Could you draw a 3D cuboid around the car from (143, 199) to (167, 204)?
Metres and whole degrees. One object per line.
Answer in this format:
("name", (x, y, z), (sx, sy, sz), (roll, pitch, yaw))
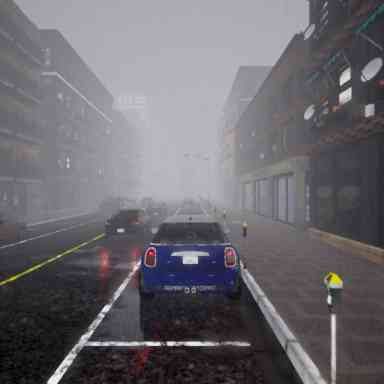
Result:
("car", (-3.132, 1.601, 31.327), (1.895, 1.301, 4.718), (0, 0, 0))

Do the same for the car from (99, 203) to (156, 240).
("car", (-3.125, 1.526, 16.975), (1.812, 1.442, 4.674), (0, 0, 0))

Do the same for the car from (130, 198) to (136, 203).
("car", (-8.834, 1.439, 42.793), (1.967, 1.590, 4.097), (0, 0, 0))

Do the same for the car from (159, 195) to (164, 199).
("car", (-8.834, 1.541, 87.882), (2.008, 1.369, 4.403), (0, 0, 0))

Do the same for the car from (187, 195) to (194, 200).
("car", (-0.452, 1.513, 93.685), (1.752, 1.417, 4.829), (0, 0, 0))

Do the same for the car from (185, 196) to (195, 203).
("car", (-0.453, 1.545, 70.970), (2.008, 1.369, 4.403), (0, 0, 0))

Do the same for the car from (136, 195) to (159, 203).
("car", (-6.164, 1.506, 46.635), (1.837, 1.490, 4.892), (0, -1, 0))

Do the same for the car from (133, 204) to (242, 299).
("car", (-0.032, 1.353, 8.619), (2.097, 1.767, 4.553), (0, 0, 0))

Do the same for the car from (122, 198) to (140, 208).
("car", (-8.834, 1.543, 48.430), (1.887, 1.381, 4.507), (0, 0, 0))

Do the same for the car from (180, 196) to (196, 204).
("car", (-0.454, 1.525, 37.323), (1.752, 1.417, 4.829), (0, 0, 0))

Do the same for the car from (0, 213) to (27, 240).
("car", (-8.835, 1.583, 14.612), (1.802, 1.307, 4.206), (0, 0, 0))

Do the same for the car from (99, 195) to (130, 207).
("car", (-8.833, 1.314, 37.157), (2.192, 1.841, 5.009), (0, 0, 0))

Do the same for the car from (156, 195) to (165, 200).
("car", (-8.834, 1.539, 93.519), (2.008, 1.369, 4.403), (0, 0, 0))
